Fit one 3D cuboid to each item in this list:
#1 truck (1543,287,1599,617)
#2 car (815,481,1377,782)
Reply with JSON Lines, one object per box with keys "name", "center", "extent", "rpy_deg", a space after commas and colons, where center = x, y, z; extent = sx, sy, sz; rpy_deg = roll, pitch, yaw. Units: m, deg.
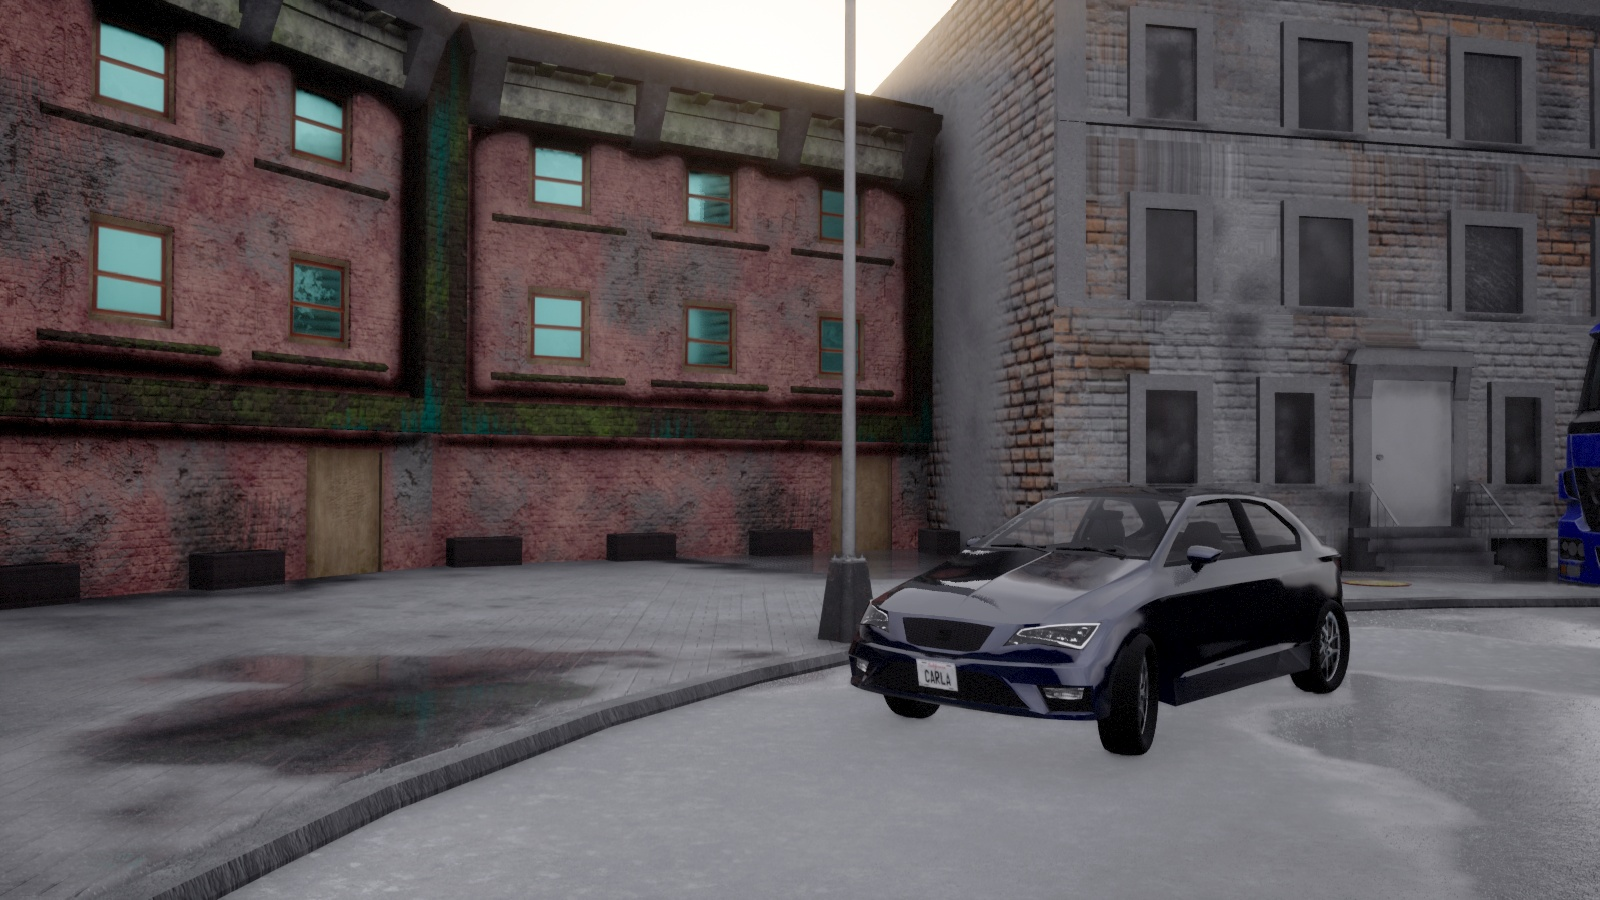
{"name": "truck", "center": [12.379, -0.002, 12.812], "extent": [7.936, 3.462, 2.891], "rpy_deg": [0, -1, -3]}
{"name": "car", "center": [2.194, 0.963, 8.457], "extent": [1.816, 1.474, 4.193], "rpy_deg": [-1, -1, 43]}
